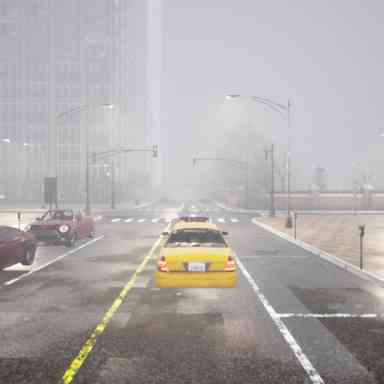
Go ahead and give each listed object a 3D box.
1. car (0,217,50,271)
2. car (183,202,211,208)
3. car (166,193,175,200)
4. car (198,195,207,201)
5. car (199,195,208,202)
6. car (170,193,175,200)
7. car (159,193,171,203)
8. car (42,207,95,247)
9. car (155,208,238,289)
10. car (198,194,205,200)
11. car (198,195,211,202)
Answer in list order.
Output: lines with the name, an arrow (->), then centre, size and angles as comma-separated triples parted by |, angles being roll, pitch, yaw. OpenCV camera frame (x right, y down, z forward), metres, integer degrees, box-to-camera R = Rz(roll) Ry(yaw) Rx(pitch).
car -> -5.701, 1.579, 8.924 | 1.802, 1.307, 4.206 | 0, 0, 0
car -> 0.093, 1.534, 19.390 | 2.033, 1.411, 5.357 | 0, 0, 0
car -> -5.942, 1.177, 91.382 | 2.192, 1.841, 5.009 | 0, 0, 0
car -> 2.596, 1.445, 80.326 | 2.008, 1.369, 4.403 | 0, 0, 0
car -> 2.602, 1.451, 74.765 | 1.887, 1.381, 4.507 | 0, 0, 0
car -> -5.936, 1.320, 85.823 | 1.967, 1.590, 4.097 | 0, 0, 0
car -> -5.917, 1.482, 69.139 | 1.947, 1.339, 4.313 | 0, 0, 0
car -> -5.708, 1.432, 14.617 | 1.967, 1.590, 4.097 | 0, 0, 0
car -> 0.088, 1.453, 9.127 | 1.801, 1.575, 5.366 | 0, 0, 0
car -> 2.583, 1.407, 91.448 | 1.887, 1.381, 4.507 | 0, 0, 0
car -> 2.676, 1.489, 63.651 | 1.947, 1.339, 4.313 | 0, 0, 0
